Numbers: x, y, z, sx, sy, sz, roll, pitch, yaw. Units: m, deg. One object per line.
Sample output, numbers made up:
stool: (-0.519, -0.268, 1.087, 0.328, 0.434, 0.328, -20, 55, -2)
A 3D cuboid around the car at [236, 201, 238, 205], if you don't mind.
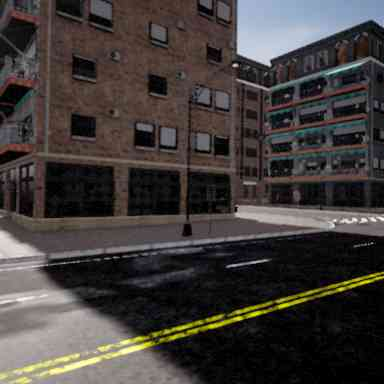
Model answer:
car: (4.953, 1.472, 49.389, 1.802, 1.307, 4.206, 3, -1, -37)
